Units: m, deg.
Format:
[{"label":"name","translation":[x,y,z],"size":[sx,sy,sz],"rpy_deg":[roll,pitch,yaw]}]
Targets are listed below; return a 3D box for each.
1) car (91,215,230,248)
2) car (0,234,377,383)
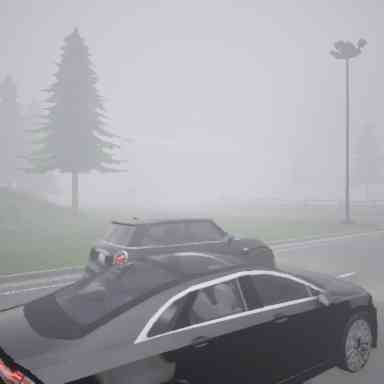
[{"label":"car","translation":[-0.105,1.351,7.969],"size":[4.553,1.767,2.097],"rpy_deg":[0,0,-36]},{"label":"car","translation":[0.334,1.490,3.985],"size":[4.902,1.511,2.128],"rpy_deg":[0,0,-35]}]
